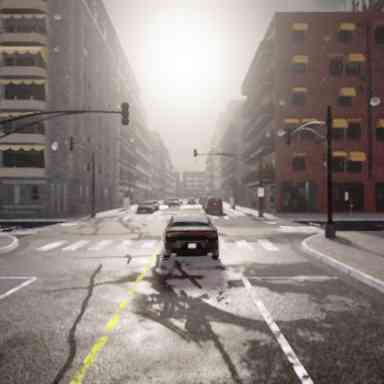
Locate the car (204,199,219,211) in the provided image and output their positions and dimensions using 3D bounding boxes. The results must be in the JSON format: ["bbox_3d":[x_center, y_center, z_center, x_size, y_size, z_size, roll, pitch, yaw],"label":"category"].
[{"bbox_3d":[2.561,1.703,44.823,1.752,1.417,4.829,1,0,0],"label":"car"}]

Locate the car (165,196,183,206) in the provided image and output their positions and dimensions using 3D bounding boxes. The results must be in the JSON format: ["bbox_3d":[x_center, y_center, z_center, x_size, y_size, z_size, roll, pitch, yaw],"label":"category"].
[{"bbox_3d":[-2.845,1.724,53.640,1.837,1.490,4.892,0,0,0],"label":"car"}]

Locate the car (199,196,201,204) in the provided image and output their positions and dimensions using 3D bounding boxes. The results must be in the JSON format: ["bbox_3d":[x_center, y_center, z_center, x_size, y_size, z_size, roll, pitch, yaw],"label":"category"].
[{"bbox_3d":[2.561,1.517,50.219,2.192,1.841,5.009,1,0,0],"label":"car"}]

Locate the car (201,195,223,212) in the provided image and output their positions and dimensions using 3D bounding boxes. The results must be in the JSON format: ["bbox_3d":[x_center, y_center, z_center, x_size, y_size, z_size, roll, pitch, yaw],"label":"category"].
[{"bbox_3d":[2.567,1.469,39.095,2.192,1.841,5.009,1,0,0],"label":"car"}]

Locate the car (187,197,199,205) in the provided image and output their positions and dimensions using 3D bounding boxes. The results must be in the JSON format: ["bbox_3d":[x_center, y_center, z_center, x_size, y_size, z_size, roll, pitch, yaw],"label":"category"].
[{"bbox_3d":[-0.030,1.912,69.122,1.895,1.301,4.718,0,0,0],"label":"car"}]

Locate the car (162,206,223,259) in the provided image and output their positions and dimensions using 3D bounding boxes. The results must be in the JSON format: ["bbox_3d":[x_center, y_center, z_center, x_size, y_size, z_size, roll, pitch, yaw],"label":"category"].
[{"bbox_3d":[-0.129,1.521,12.821,1.882,1.535,5.008,0,0,-3],"label":"car"}]

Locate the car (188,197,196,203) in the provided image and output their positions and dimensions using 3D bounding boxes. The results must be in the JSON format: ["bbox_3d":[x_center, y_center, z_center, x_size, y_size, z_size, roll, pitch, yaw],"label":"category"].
[{"bbox_3d":[-0.034,1.789,79.102,1.994,1.385,4.181,0,-1,0],"label":"car"}]

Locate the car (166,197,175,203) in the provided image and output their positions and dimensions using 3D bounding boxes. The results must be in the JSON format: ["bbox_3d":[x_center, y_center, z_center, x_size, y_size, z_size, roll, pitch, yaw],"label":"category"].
[{"bbox_3d":[-5.339,1.970,83.369,1.752,1.417,4.829,1,-1,0],"label":"car"}]

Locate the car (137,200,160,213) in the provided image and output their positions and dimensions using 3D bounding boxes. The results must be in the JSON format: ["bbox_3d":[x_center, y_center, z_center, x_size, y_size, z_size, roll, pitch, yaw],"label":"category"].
[{"bbox_3d":[-5.317,1.719,39.045,1.947,1.339,4.313,1,0,0],"label":"car"}]

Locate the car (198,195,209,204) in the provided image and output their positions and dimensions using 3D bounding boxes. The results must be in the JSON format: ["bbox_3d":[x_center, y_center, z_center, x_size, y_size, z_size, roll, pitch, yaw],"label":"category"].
[{"bbox_3d":[2.549,1.662,72.453,2.192,1.841,5.009,1,-1,0],"label":"car"}]

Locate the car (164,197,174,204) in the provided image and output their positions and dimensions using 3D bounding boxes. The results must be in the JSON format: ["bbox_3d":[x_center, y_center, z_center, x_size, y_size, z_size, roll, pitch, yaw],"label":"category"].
[{"bbox_3d":[-5.337,1.947,77.977,2.008,1.369,4.403,1,-1,0],"label":"car"}]

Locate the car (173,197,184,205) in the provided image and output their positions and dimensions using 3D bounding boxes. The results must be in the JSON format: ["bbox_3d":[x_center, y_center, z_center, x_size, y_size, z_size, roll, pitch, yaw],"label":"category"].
[{"bbox_3d":[-2.780,1.857,69.251,2.033,1.411,5.357,0,0,0],"label":"car"}]

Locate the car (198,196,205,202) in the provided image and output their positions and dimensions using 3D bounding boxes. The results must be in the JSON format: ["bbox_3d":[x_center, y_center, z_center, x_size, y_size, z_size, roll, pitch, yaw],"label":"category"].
[{"bbox_3d":[2.710,1.998,93.609,1.801,1.575,5.366,0,-1,0],"label":"car"}]
